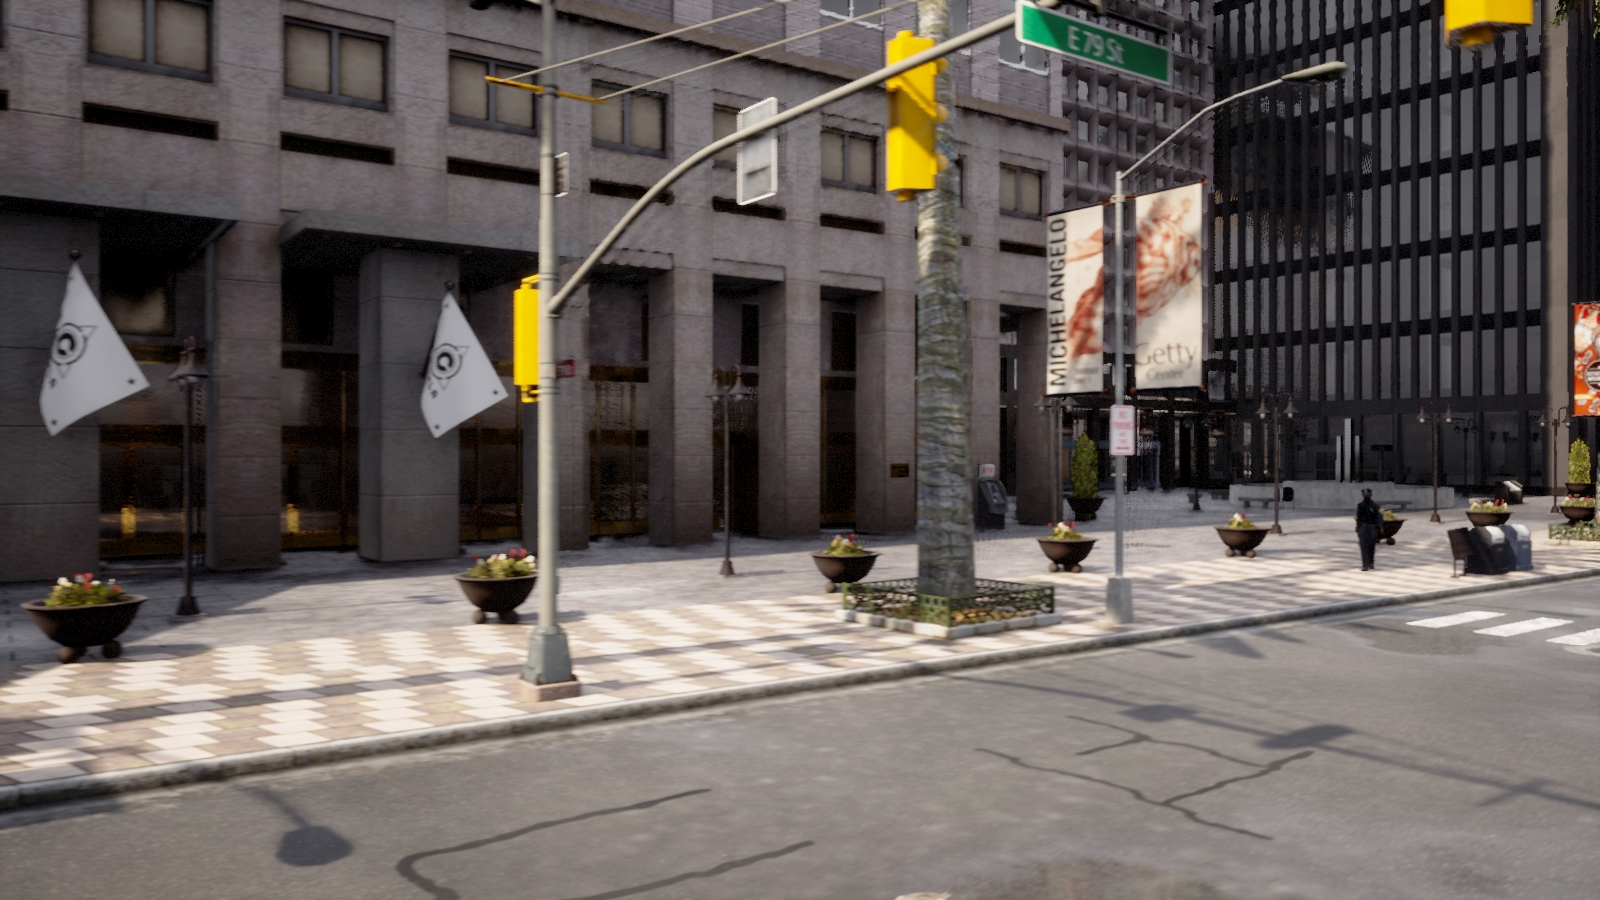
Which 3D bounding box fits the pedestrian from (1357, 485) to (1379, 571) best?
[{"bbox_3d":[12.465,1.698,25.062,0.375,1.860,0.375,0,0,36],"label":"pedestrian"}]
